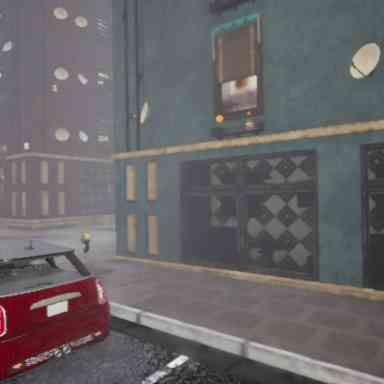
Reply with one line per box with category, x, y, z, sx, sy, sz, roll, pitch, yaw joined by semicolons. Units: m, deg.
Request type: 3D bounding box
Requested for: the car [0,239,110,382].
car;-3.222;1.451;5.190;4.097;1.590;1.967;0;-1;36
